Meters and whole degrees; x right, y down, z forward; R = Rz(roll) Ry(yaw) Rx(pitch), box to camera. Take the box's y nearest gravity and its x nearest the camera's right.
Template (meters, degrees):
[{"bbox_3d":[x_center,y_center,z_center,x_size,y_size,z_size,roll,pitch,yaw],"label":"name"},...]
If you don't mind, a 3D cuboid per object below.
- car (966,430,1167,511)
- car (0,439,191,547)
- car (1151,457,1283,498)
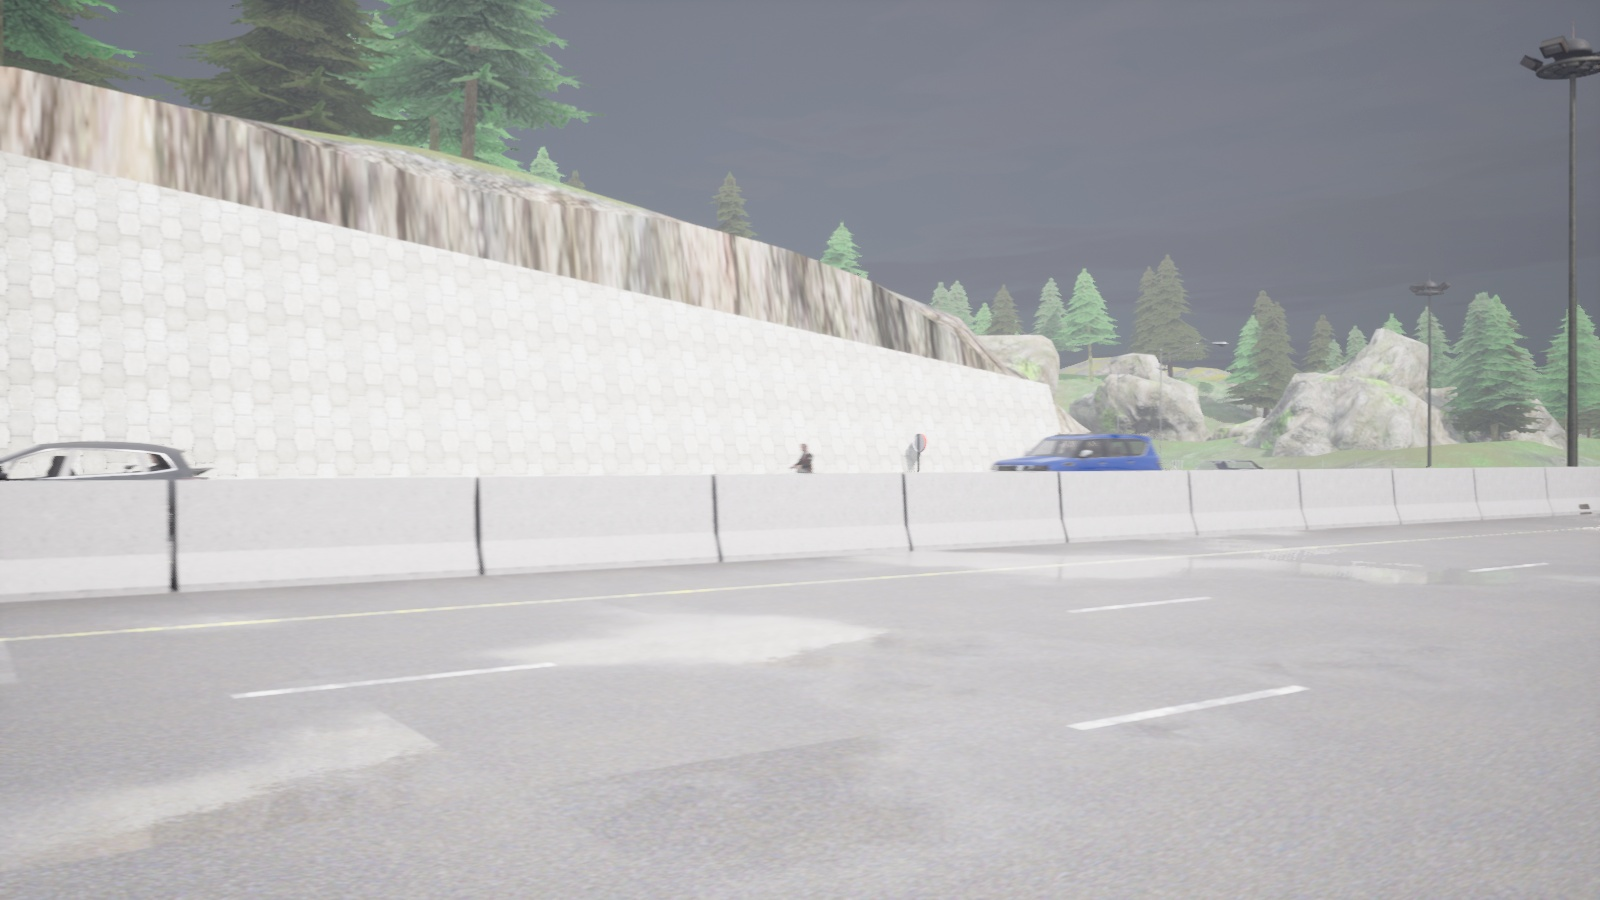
[{"bbox_3d":[7.362,0.533,34.370,5.566,2.045,2.150,0,0,-35],"label":"car"},{"bbox_3d":[-12.637,0.666,20.450,4.611,1.667,2.242,0,0,-35],"label":"car"},{"bbox_3d":[14.492,0.921,43.595,4.718,1.301,1.895,0,0,-35],"label":"car"}]
